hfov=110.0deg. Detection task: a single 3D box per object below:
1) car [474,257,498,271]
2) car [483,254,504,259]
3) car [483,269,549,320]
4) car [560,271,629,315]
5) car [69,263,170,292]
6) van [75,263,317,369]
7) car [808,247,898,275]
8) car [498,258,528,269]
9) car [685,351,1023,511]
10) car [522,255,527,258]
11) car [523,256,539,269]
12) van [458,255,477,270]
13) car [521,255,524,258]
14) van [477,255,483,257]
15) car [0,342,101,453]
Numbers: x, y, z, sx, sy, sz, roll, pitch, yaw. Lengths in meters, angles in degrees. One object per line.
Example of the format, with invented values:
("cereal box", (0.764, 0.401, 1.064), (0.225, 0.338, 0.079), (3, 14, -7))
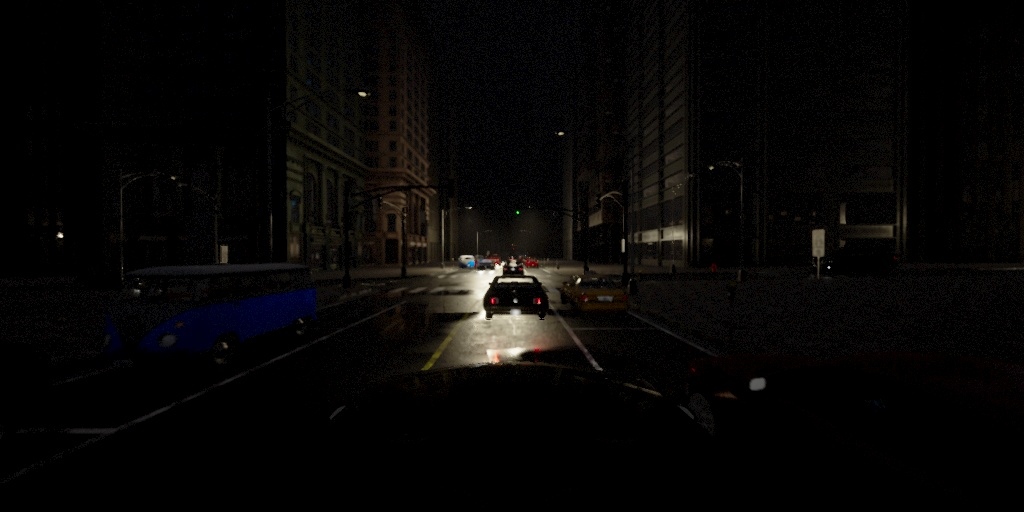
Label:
("car", (-3.052, 1.090, 43.354), (1.994, 1.385, 4.181), (0, 0, 0))
("car", (-2.997, 0.669, 59.315), (2.150, 2.045, 5.566), (0, 0, 1))
("car", (0.110, 1.291, 12.361), (1.895, 1.301, 4.718), (0, 0, 0))
("car", (2.778, 1.213, 12.971), (1.751, 1.417, 4.829), (0, 0, 0))
("car", (-26.822, 1.417, 24.635), (4.553, 1.767, 2.097), (-1, 0, 0))
("van", (-5.758, 1.058, 7.411), (1.690, 1.789, 3.998), (0, 0, 0))
("car", (26.114, 0.359, 27.583), (5.566, 2.045, 2.150), (-1, 0, 0))
("car", (0.097, 1.116, 31.117), (2.033, 1.411, 5.357), (0, 0, 0))
("car", (2.762, 1.292, 2.221), (1.888, 1.381, 4.507), (0, 0, 0))
("car", (2.826, 1.008, 56.419), (1.888, 1.381, 4.507), (0, 0, 0))
("car", (2.823, 1.034, 50.893), (1.888, 1.381, 4.507), (0, 0, 0))
("van", (-5.738, 0.856, 45.394), (1.690, 1.789, 3.998), (0, 0, 0))
("car", (2.830, 0.982, 61.944), (1.888, 1.381, 4.507), (0, 0, 0))
("van", (-5.721, 0.777, 61.969), (1.690, 1.789, 3.998), (0, 0, 0))
("car", (-5.763, 1.313, 1.998), (1.948, 1.339, 4.313), (0, 0, 0))
